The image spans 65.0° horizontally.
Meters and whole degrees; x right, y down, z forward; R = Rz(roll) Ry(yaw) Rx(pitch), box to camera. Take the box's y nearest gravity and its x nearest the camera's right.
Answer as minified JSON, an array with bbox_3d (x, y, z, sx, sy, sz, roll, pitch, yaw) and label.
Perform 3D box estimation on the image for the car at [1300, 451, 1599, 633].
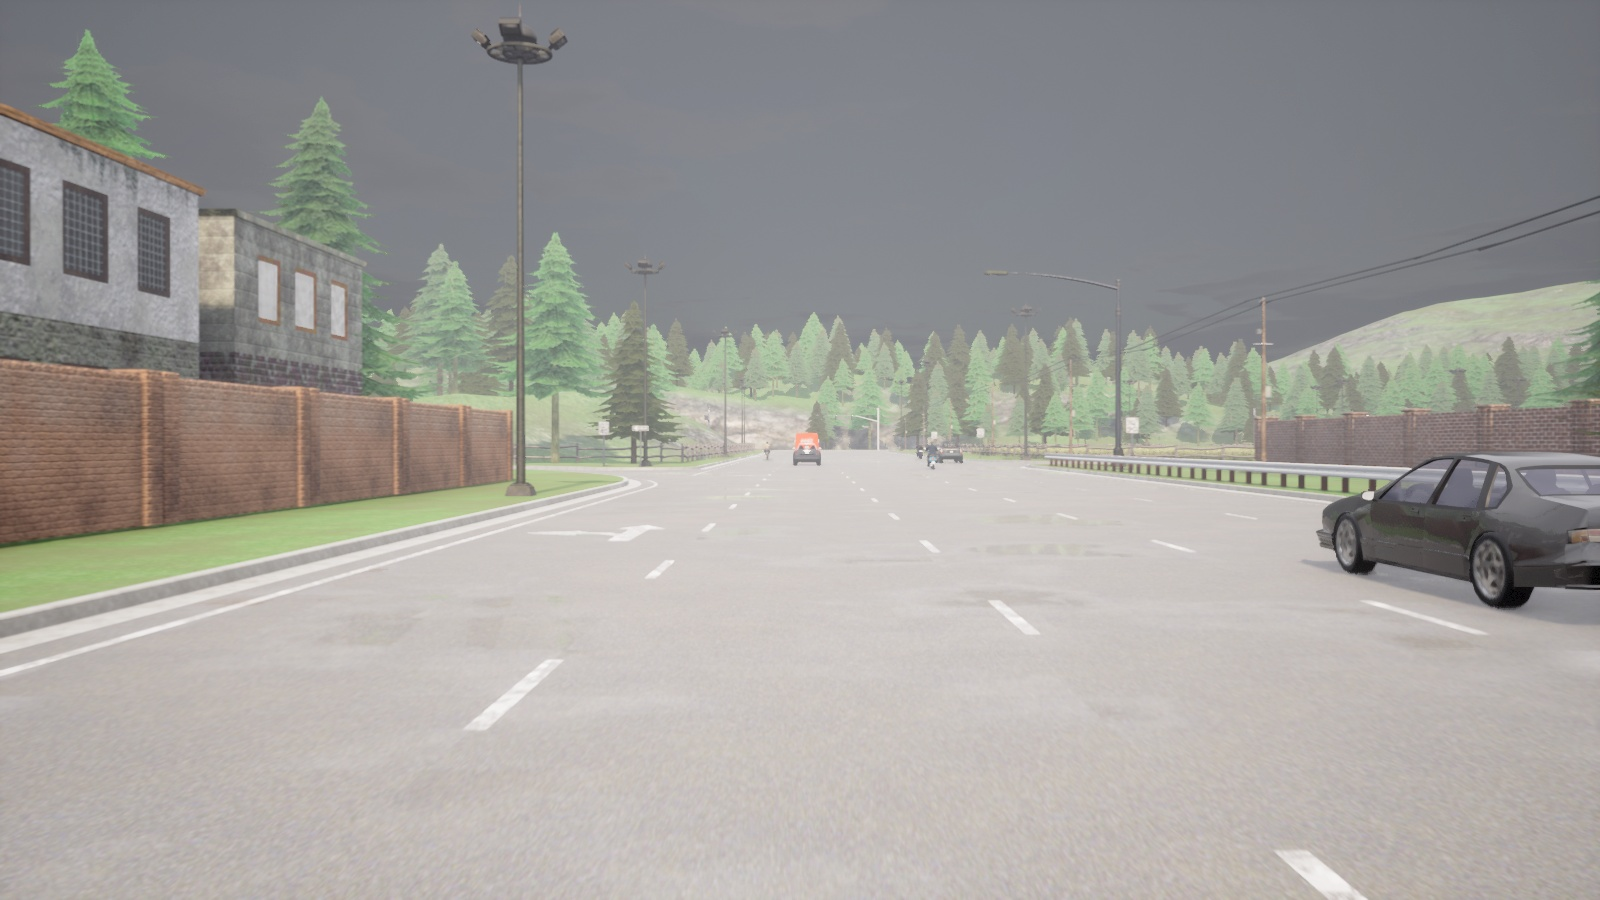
[{"bbox_3d":[7.084,0.729,12.597,2.033,1.411,5.357,0,0,0],"label":"car"}]

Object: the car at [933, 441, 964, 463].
[{"bbox_3d":[11.029,0.131,93.358,1.851,1.617,3.988,0,0,0],"label":"car"}]

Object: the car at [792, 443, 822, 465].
[{"bbox_3d":[0.486,0.229,86.348,1.970,1.475,3.806,0,0,0],"label":"car"}]
